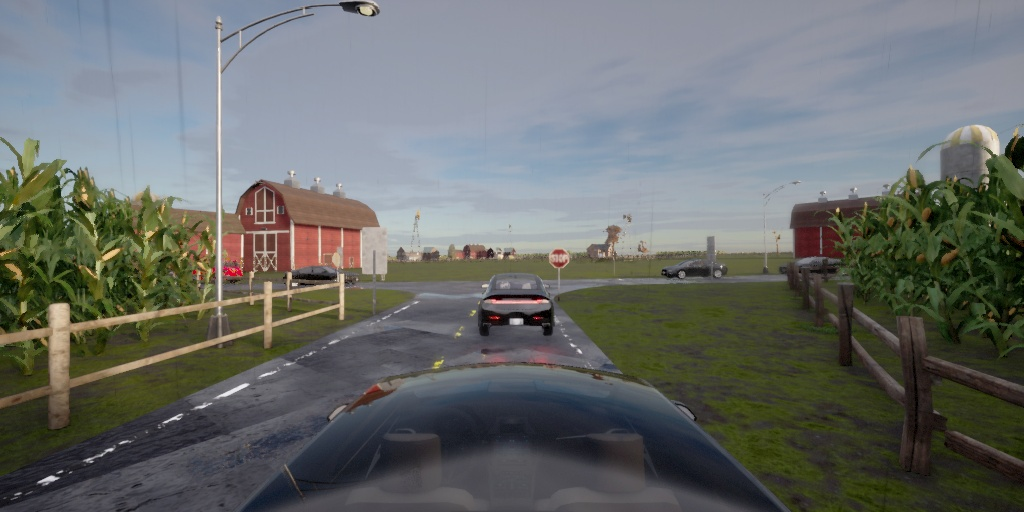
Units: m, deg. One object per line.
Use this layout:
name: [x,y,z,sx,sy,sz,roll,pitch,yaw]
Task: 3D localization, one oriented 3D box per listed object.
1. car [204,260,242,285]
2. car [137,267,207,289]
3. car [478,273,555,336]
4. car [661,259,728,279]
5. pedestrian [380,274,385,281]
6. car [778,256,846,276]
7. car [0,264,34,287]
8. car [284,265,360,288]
car: [-25.192,1.388,29.421,5.566,2.045,2.150,-1,-1,8]
car: [-26.083,1.696,26.588,5.357,1.411,2.033,-1,-1,8]
car: [0.106,1.243,10.382,2.128,1.511,4.902,0,0,0]
car: [14.202,1.009,28.033,4.892,1.490,1.837,-1,0,-4]
pedestrian: [-11.179,1.241,30.987,0.375,1.860,0.375,0,0,4]
car: [24.169,0.811,28.908,5.008,1.535,1.882,-1,0,-7]
car: [-48.800,1.781,34.045,5.566,2.045,2.150,-1,-1,15]
car: [-13.323,1.415,25.281,5.008,1.535,1.882,-1,-1,4]
